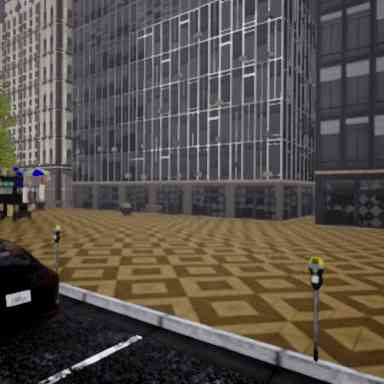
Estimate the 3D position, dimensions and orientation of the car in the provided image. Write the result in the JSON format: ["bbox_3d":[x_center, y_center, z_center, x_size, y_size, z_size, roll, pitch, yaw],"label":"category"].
[{"bbox_3d":[-4.072,1.470,5.799,4.313,1.339,1.947,1,0,36],"label":"car"}]
